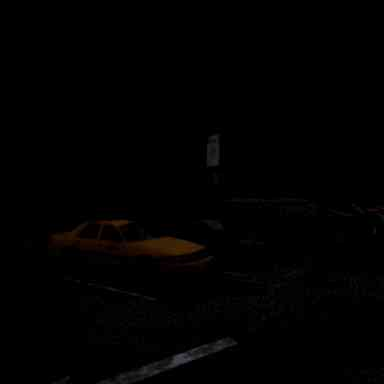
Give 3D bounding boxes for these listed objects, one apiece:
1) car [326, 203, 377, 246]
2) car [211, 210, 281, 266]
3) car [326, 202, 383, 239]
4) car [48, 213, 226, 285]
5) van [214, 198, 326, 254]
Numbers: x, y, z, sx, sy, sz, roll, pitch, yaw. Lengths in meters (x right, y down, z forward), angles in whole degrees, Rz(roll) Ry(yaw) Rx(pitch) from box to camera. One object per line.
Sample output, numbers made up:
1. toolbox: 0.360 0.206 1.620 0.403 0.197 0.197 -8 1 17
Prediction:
1. car: 5.218 1.424 14.912 5.008 1.535 2.097 -1 0 34
2. car: 0.336 1.494 11.420 4.674 1.452 2.002 -1 -1 34
3. car: 7.634 1.284 16.695 4.553 1.767 2.185 -1 -1 34
4. car: -1.946 1.463 9.554 5.366 1.575 1.946 -1 -1 34
5. van: 2.674 1.215 13.231 4.442 1.987 1.878 -1 0 34
